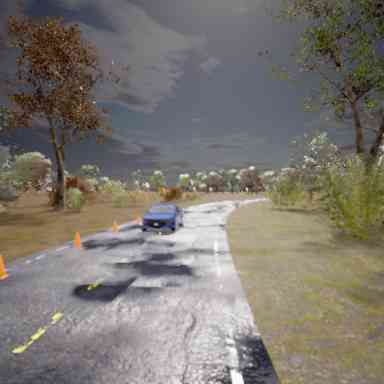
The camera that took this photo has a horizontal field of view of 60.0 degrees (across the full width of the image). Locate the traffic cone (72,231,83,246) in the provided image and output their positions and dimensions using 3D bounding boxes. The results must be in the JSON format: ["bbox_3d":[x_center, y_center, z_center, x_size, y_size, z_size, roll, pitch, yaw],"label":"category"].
[{"bbox_3d":[-4.729,1.919,13.747,0.340,0.580,0.340,0,0,4],"label":"traffic cone"}]

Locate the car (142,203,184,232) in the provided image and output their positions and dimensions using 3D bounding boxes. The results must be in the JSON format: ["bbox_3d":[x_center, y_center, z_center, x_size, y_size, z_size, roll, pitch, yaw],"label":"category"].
[{"bbox_3d":[-1.656,1.435,20.129,1.882,1.535,5.008,0,0,6],"label":"car"}]

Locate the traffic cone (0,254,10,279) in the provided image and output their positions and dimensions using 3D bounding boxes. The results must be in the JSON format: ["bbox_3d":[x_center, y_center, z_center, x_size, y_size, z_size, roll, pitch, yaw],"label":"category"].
[{"bbox_3d":[-5.006,1.928,8.694,0.340,0.580,0.340,0,0,2],"label":"traffic cone"}]

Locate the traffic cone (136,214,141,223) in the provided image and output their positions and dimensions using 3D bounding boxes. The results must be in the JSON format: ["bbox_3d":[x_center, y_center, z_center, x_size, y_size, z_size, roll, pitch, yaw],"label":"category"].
[{"bbox_3d":[-3.834,1.900,23.829,0.340,0.580,0.340,0,0,6],"label":"traffic cone"}]

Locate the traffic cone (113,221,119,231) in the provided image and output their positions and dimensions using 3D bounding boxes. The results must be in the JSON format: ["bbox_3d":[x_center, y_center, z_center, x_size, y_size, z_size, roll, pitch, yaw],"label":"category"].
[{"bbox_3d":[-4.338,1.910,18.793,0.340,0.580,0.340,0,0,5],"label":"traffic cone"}]
